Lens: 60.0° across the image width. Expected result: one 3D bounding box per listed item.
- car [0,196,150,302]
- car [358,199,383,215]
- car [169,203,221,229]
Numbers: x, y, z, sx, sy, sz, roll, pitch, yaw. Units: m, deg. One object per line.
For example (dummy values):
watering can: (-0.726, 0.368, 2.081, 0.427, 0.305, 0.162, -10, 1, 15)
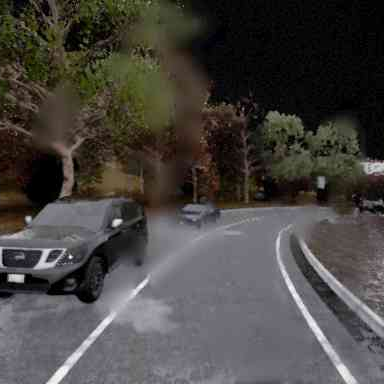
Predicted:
car: (-2.692, 1.146, 8.559, 2.150, 2.045, 5.566, 1, 0, 8)
car: (27.047, 2.216, 49.733, 5.566, 2.045, 2.150, 3, 3, -39)
car: (0.384, 1.445, 21.310, 2.033, 1.411, 5.357, 2, 1, 20)
